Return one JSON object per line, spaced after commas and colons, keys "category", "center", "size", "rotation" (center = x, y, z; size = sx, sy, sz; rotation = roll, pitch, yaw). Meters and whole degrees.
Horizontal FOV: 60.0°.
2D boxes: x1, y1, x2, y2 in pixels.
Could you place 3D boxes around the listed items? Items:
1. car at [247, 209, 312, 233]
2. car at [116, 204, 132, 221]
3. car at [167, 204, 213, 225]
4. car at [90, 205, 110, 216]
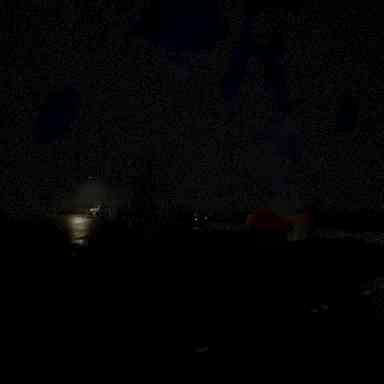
{"category": "car", "center": [6.086, 2.001, 23.652], "size": [1.882, 1.535, 5.008], "rotation": [1, -3, -35]}
{"category": "car", "center": [-8.038, 2.634, 43.561], "size": [2.150, 2.045, 5.566], "rotation": [1, -2, -35]}
{"category": "car", "center": [-0.340, 2.151, 32.719], "size": [2.150, 2.045, 5.566], "rotation": [1, -3, -36]}
{"category": "car", "center": [-16.998, 3.419, 61.204], "size": [2.150, 2.045, 5.566], "rotation": [1, -3, -36]}
